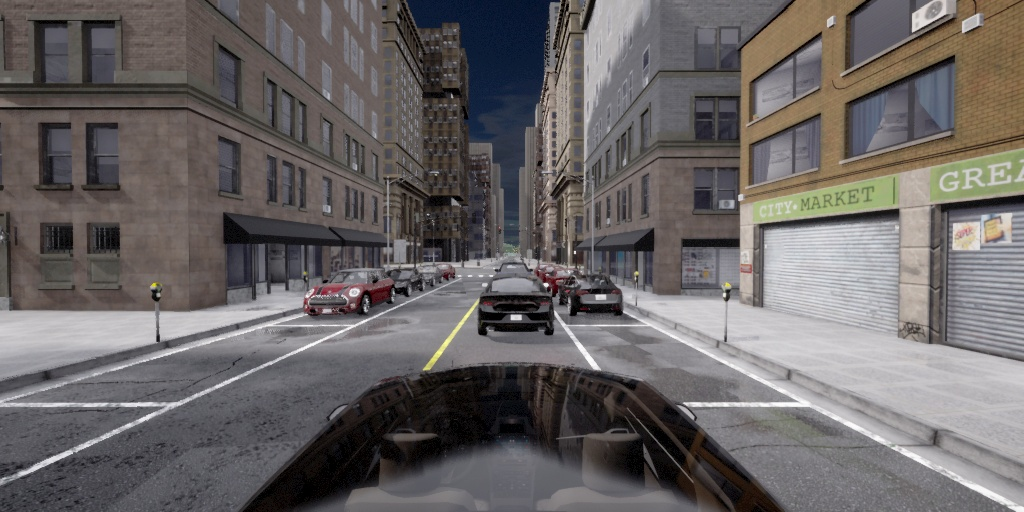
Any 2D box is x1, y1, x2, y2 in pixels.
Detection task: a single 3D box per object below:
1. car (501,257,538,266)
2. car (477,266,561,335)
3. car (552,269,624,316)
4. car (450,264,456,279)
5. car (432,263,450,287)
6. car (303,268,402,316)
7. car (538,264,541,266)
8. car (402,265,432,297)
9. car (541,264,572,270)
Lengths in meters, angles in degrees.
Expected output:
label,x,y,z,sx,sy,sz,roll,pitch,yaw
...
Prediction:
label,x,y,z,sx,sy,sz,roll,pitch,yaw
car,0.104,1.100,19.722,2.097,1.767,4.553,0,0,0
car,0.099,1.226,10.499,1.882,1.535,5.008,0,0,0
car,2.763,1.314,13.170,1.948,1.339,4.313,0,0,0
car,-5.761,1.293,29.687,1.888,1.381,4.507,0,0,0
car,-5.761,1.298,24.181,2.007,1.370,4.403,0,0,0
car,-5.763,1.188,13.171,1.967,1.591,4.097,0,0,0
car,2.764,1.293,24.180,1.888,1.381,4.507,0,0,0
car,-5.762,1.313,18.676,1.948,1.339,4.313,0,0,0
car,2.764,1.293,18.674,1.888,1.381,4.507,0,0,0
